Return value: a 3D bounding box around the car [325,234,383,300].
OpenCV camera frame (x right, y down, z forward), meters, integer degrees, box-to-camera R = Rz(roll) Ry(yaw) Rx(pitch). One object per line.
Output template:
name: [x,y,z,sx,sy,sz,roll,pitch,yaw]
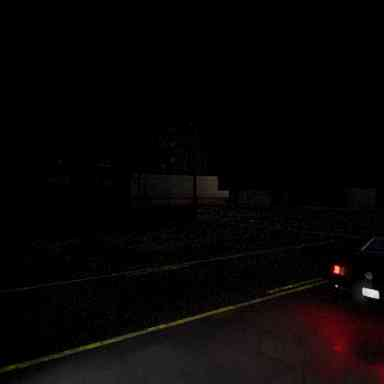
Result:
car: [5.127,1.600,7.510,4.718,1.301,1.895,0,0,-36]
